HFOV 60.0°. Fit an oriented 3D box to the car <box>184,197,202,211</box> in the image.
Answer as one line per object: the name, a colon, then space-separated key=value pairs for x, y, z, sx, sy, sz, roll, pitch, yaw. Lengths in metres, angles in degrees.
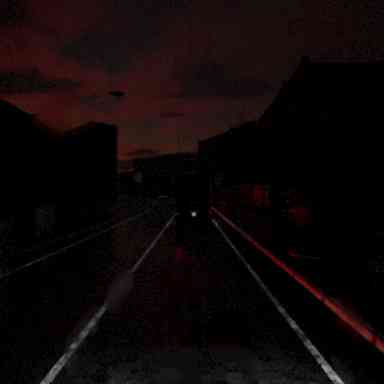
car: x=0.041 y=1.460 z=41.207 sx=2.128 sy=1.511 sz=4.902 roll=0 pitch=1 yaw=-1

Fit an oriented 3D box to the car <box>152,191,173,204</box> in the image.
car: x=-3.498 y=0.817 z=40.386 sx=2.150 sy=2.045 sz=5.566 roll=0 pitch=1 yaw=0

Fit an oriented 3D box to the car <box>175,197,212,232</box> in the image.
car: x=0.105 y=1.316 z=21.167 sx=2.150 sy=2.045 sz=5.566 roll=0 pitch=0 yaw=0
